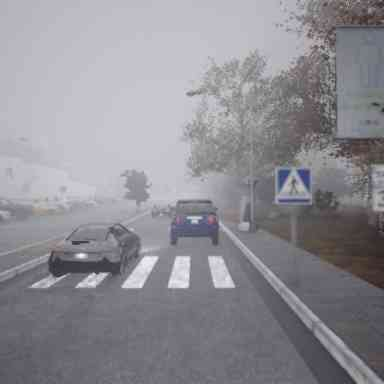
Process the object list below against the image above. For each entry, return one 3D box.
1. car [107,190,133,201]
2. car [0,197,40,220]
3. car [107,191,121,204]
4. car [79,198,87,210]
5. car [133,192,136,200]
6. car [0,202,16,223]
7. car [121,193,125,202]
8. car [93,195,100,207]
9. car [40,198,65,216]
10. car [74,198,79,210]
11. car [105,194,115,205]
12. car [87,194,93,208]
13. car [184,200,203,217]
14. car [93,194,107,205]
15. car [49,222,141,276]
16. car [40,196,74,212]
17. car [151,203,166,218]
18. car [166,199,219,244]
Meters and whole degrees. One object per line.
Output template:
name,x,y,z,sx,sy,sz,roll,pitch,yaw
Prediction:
car,-16.758,1.211,74.184,5.566,2.045,2.435,-1,1,-20
car,-16.783,1.484,29.192,5.566,2.045,2.435,-1,-1,-20
car,-16.730,1.298,62.215,5.566,2.045,2.435,-1,0,-20
car,-16.782,1.749,44.198,4.674,1.452,2.002,-1,0,-20
car,-16.691,1.306,80.211,4.553,1.767,2.185,-1,1,-20
car,-16.814,1.763,26.172,4.674,1.452,2.002,-1,-1,-20
car,-16.570,1.517,65.268,5.366,1.575,1.946,-1,0,-20
car,-16.772,1.702,50.197,4.674,1.452,2.002,-1,0,-20
car,-16.622,1.731,35.245,5.366,1.575,1.946,-1,0,-20
car,-16.810,1.750,41.173,4.792,1.488,2.163,-1,0,-20
car,-16.728,1.606,59.214,4.792,1.488,2.163,-1,0,-20
car,-16.807,1.560,47.185,4.553,1.767,2.185,-1,0,-20
car,0.137,1.687,34.828,1.837,1.490,4.892,0,0,0
car,-16.757,1.635,53.197,5.008,1.535,2.097,-1,1,-20
car,-2.889,1.653,10.697,1.994,1.385,4.181,0,0,0
car,-16.819,1.481,38.173,5.566,2.045,2.435,-1,0,-20
car,-2.871,1.794,33.175,1.895,1.301,4.718,0,0,0
car,0.116,1.337,16.595,2.150,2.045,5.566,0,0,0
